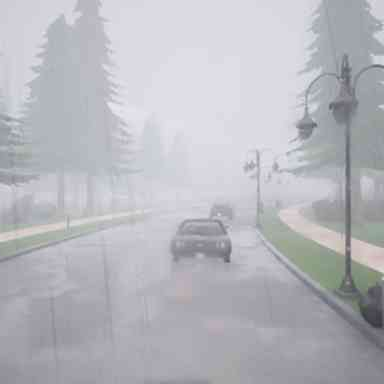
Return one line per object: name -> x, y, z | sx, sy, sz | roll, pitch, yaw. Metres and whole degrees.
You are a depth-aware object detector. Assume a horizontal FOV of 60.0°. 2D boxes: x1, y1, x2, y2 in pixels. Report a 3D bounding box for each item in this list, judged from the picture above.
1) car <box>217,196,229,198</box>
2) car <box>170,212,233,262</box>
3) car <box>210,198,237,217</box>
car -> 4.158, 1.396, 46.543 | 2.097, 1.767, 4.553 | 0, 0, 21
car -> 0.399, 1.613, 12.146 | 1.895, 1.301, 4.718 | 0, 0, 4
car -> 2.683, 1.532, 28.709 | 1.837, 1.490, 4.892 | 0, 0, 12
